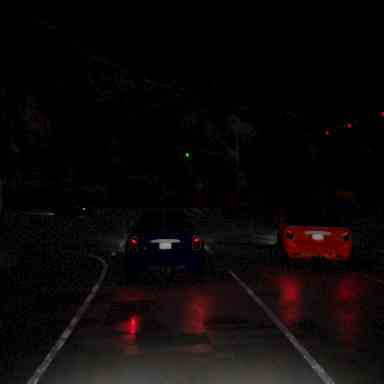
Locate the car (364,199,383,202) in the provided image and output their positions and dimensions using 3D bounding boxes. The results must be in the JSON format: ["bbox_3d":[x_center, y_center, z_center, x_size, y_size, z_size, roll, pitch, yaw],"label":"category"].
[{"bbox_3d":[22.051,1.523,40.410,4.181,1.385,1.994,0,0,-8],"label":"car"}]

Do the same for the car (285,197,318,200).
[{"bbox_3d":[15.922,1.496,46.635,4.674,1.442,1.812,0,0,-8],"label":"car"}]

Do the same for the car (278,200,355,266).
[{"bbox_3d":[4.250,1.348,11.883,2.097,1.767,4.553,0,0,14],"label":"car"}]

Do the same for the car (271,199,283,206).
[{"bbox_3d":[14.735,1.520,50.007,5.357,1.411,2.033,0,0,-8],"label":"car"}]

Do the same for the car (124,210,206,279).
[{"bbox_3d":[-0.893,1.359,10.344,2.097,1.767,4.553,0,0,-7],"label":"car"}]

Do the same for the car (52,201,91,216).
[{"bbox_3d":[-11.883,1.590,32.709,4.181,1.385,1.994,0,0,35],"label":"car"}]
